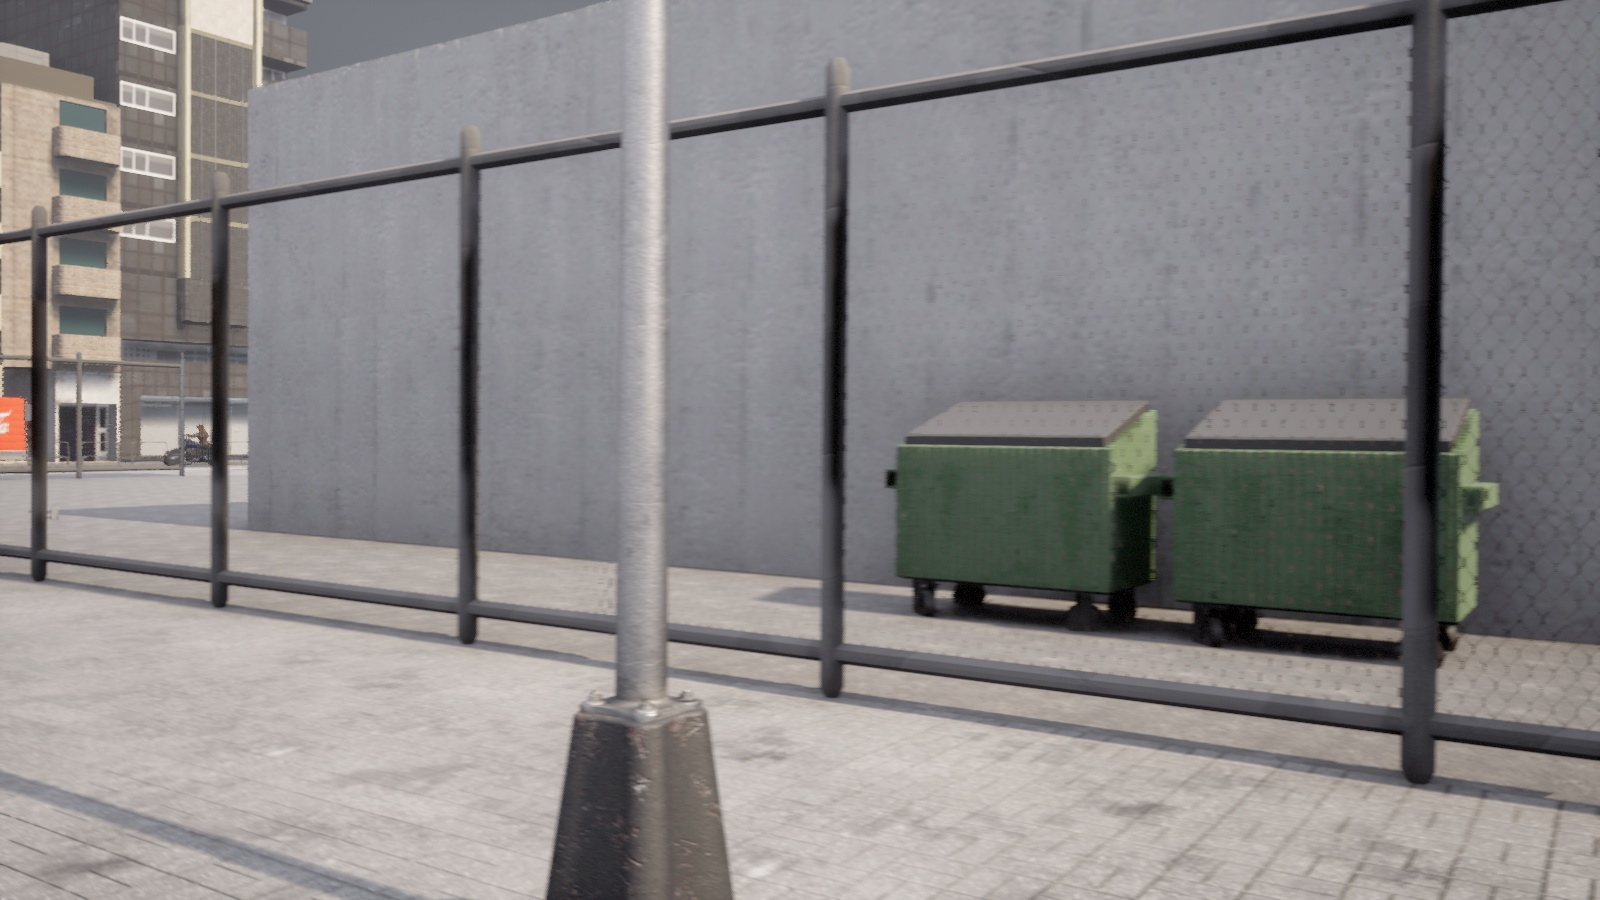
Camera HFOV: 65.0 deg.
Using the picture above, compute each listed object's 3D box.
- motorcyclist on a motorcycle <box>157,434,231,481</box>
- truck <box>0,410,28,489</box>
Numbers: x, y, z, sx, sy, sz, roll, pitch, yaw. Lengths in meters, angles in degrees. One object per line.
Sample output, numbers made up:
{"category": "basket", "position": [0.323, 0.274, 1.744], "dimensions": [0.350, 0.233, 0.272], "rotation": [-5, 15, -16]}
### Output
{"category": "motorcyclist on a motorcycle", "position": [-22.153, 0.255, 45.965], "dimensions": [0.766, 1.649, 2.350], "rotation": [0, 1, 33]}
{"category": "truck", "position": [-27.090, -0.024, 38.522], "dimensions": [2.627, 2.467, 5.204], "rotation": [0, 0, 33]}
